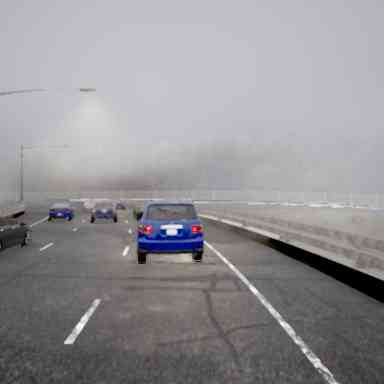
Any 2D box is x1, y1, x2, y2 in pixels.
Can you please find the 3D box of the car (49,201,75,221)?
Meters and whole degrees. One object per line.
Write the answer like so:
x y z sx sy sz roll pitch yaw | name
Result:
-11.762 1.742 30.206 1.882 1.535 5.008 0 -1 -16 | car

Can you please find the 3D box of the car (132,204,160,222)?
-4.196 1.824 29.711 1.895 1.301 4.718 0 0 -15 | car

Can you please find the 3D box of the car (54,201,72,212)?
-17.761 1.963 45.745 1.994 1.385 4.181 0 0 -26 | car

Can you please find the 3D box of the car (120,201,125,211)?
-10.844 1.903 47.503 1.812 1.442 4.674 0 -1 -25 | car

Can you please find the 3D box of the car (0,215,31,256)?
-7.952 1.634 13.092 1.837 1.490 4.892 0 0 -7 | car

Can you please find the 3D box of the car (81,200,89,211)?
-14.399 1.916 46.847 1.812 1.442 4.674 0 -1 -26 | car

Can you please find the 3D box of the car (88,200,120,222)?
-7.652 1.589 28.909 2.097 1.767 4.553 0 0 -15 | car

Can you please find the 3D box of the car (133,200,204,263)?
-0.903 1.312 12.597 2.150 2.045 5.566 0 0 -6 | car
